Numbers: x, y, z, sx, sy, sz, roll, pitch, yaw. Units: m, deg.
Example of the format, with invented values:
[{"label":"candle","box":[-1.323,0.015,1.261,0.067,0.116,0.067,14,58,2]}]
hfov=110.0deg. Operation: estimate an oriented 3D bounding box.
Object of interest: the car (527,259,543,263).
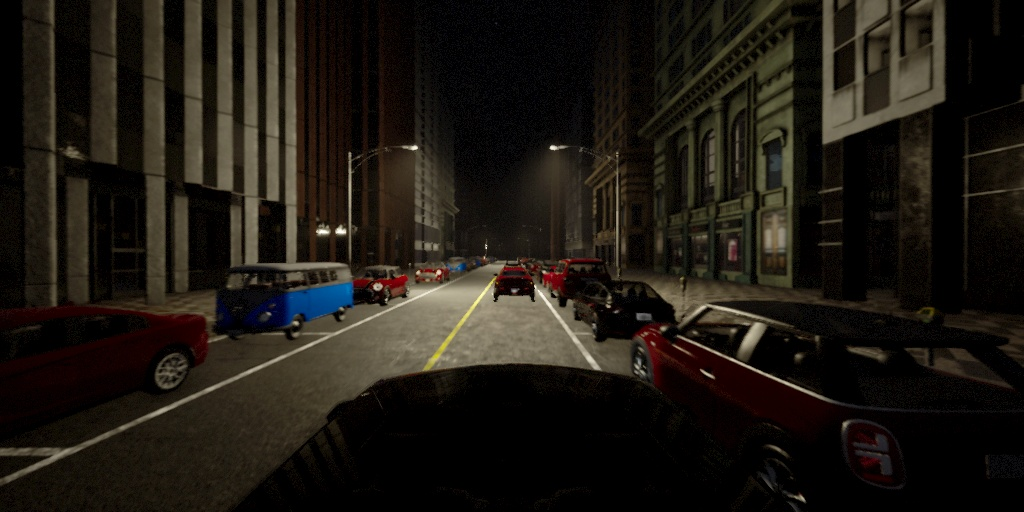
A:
[{"label":"car","box":[2.760,1.119,37.741,1.967,1.591,4.097,0,0,0]}]

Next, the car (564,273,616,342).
[{"label":"car","box":[2.762,1.300,9.560,1.948,1.339,4.313,0,0,0]}]

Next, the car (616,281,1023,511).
[{"label":"car","box":[2.762,1.185,3.923,1.967,1.591,4.097,0,0,0]}]

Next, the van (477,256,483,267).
[{"label":"van","box":[-5.766,0.991,54.642,1.690,1.789,3.998,0,0,0]}]

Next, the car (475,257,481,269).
[{"label":"car","box":[-5.766,1.210,49.006,2.007,1.370,4.403,0,0,0]}]

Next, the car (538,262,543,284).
[{"label":"car","box":[2.761,1.257,20.833,1.888,1.381,4.507,0,0,0]}]

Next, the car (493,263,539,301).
[{"label":"car","box":[0.099,1.245,17.069,1.812,1.442,4.674,0,0,0]}]

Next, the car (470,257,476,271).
[{"label":"car","box":[-5.765,1.194,43.200,1.751,1.417,4.829,0,0,0]}]

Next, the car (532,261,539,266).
[{"label":"car","box":[2.761,1.267,26.469,1.948,1.339,4.313,0,0,0]}]

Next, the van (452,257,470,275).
[{"label":"van","box":[-5.765,1.020,37.733,1.690,1.789,3.998,0,0,0]}]

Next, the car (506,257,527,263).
[{"label":"car","box":[0.097,1.174,35.827,2.128,1.511,4.902,0,0,0]}]

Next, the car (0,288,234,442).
[{"label":"car","box":[-5.763,1.291,3.913,1.888,1.381,4.507,0,0,0]}]

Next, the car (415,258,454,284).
[{"label":"car","box":[-5.764,1.141,26.460,1.967,1.591,4.097,0,0,0]}]

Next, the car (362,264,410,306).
[{"label":"car","box":[-5.764,1.163,15.187,1.967,1.591,4.097,0,0,0]}]

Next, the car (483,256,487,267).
[{"label":"car","box":[-5.766,1.081,60.279,1.967,1.591,4.097,0,0,0]}]

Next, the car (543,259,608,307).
[{"label":"car","box":[2.761,1.038,15.196,2.192,1.841,5.009,0,0,0]}]

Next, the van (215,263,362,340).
[{"label":"van","box":[-5.763,1.075,9.550,1.690,1.789,3.998,0,0,0]}]
